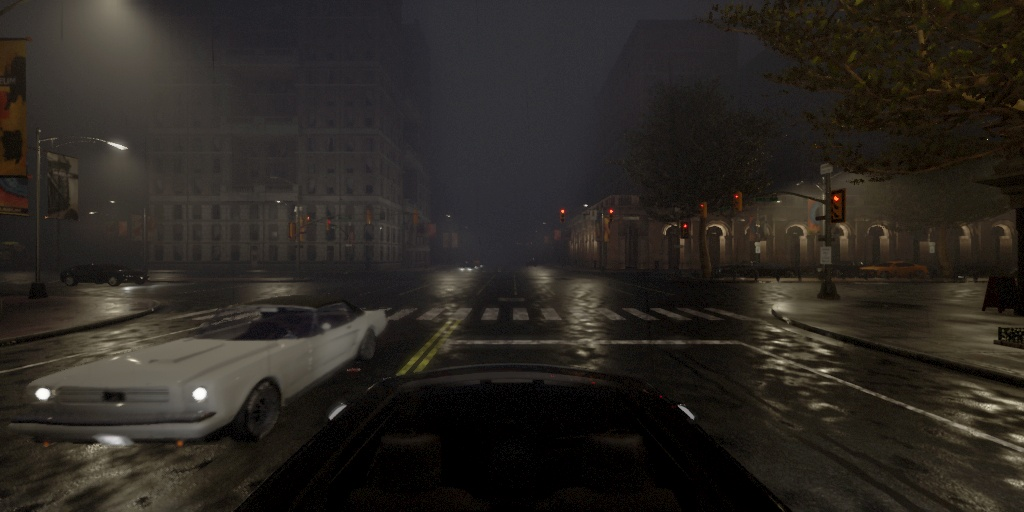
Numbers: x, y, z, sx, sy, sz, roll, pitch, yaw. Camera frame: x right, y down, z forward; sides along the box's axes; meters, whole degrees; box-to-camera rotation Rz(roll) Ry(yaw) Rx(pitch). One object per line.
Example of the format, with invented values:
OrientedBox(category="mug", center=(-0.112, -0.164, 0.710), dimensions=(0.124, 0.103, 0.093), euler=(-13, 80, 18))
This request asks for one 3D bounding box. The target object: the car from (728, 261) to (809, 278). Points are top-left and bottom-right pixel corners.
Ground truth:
OrientedBox(category="car", center=(23.088, 1.297, 32.412), dimensions=(5.357, 1.411, 2.033), euler=(0, 0, 0))

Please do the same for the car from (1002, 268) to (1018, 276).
OrientedBox(category="car", center=(47.958, 1.276, 32.280), dimensions=(4.674, 1.442, 1.812), euler=(0, 0, 0))

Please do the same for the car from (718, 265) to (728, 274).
OrientedBox(category="car", center=(23.289, 1.241, 35.911), dimensions=(4.902, 1.511, 2.128), euler=(0, 0, 0))

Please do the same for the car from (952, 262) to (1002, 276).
OrientedBox(category="car", center=(45.936, 1.314, 35.797), dimensions=(4.181, 1.385, 1.994), euler=(0, 0, 0))

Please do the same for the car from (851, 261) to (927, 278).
OrientedBox(category="car", center=(34.267, 1.228, 32.364), dimensions=(5.008, 1.535, 1.882), euler=(0, 0, 0))

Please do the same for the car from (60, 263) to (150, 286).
OrientedBox(category="car", center=(-27.647, 1.255, 24.430), dimensions=(4.892, 1.490, 1.837), euler=(0, 0, 0))

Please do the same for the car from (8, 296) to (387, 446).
OrientedBox(category="car", center=(-3.603, 1.351, 5.441), dimensions=(1.895, 1.301, 4.718), euler=(0, 0, 0))

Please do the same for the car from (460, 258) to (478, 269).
OrientedBox(category="car", center=(-7.152, 1.314, 57.718), dimensions=(1.994, 1.385, 4.181), euler=(0, 0, 0))

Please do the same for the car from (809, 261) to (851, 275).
OrientedBox(category="car", center=(33.234, 1.241, 35.869), dimensions=(4.902, 1.511, 2.128), euler=(0, 0, 0))
